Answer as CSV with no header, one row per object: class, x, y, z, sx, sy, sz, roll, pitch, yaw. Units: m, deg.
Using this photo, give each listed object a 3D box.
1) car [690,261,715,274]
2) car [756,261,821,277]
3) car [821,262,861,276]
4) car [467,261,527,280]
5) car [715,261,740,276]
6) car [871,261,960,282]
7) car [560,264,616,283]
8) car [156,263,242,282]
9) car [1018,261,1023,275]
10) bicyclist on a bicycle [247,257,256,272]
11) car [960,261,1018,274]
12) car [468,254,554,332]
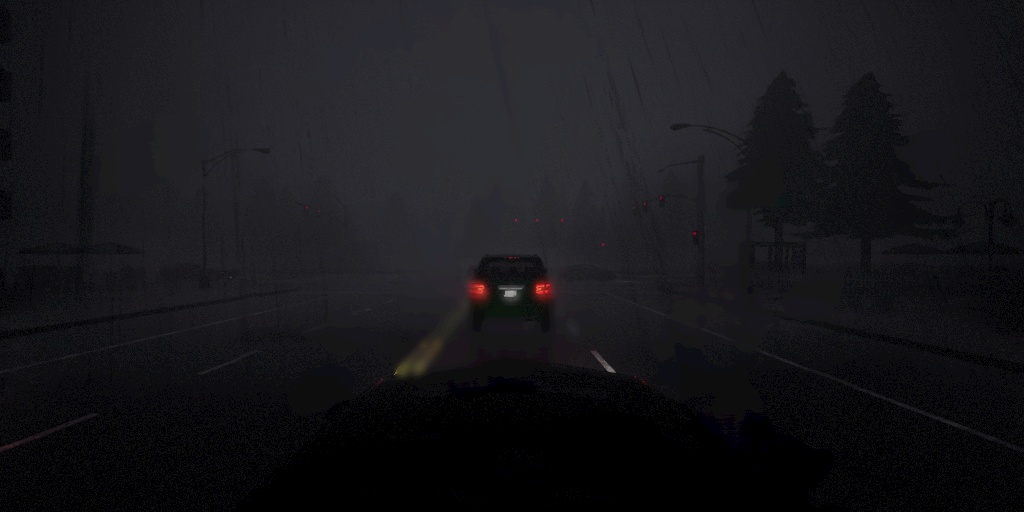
car,21.491,1.220,38.176,4.674,1.442,1.812,0,0,0
car,23.327,1.199,31.018,4.892,1.490,1.837,0,0,0
car,32.691,1.242,34.680,5.357,1.411,2.033,0,0,1
car,-1.260,1.199,30.798,5.008,1.535,1.882,0,0,-1
car,22.940,1.186,34.681,4.902,1.511,2.128,0,0,0
car,30.601,1.172,27.573,5.008,1.535,1.882,0,0,0
car,5.760,1.289,27.360,4.181,1.385,1.994,0,0,-1
car,-23.407,1.295,27.102,4.718,1.301,1.895,0,0,-1
car,49.335,1.199,35.419,4.892,1.490,1.837,0,0,20
bicyclist on a bicycle,-30.106,0.995,41.533,0.582,1.620,1.656,0,0,-1
car,42.803,1.186,33.619,4.902,1.511,2.128,0,0,13
car,-0.022,0.971,11.024,2.150,2.045,5.566,0,0,0
